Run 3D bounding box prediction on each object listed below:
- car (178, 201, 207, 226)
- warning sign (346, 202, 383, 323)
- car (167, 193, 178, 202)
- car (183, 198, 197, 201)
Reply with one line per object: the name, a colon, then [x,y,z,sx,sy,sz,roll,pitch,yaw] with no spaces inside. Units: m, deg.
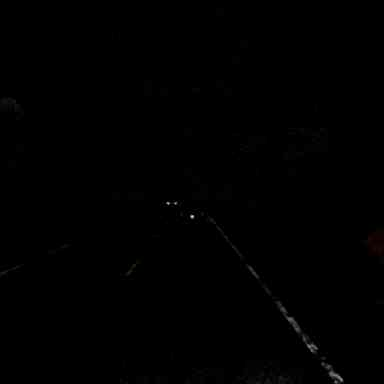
car: [0.001,1.598,23.889,1.994,1.385,4.181,0,0,0]
warning sign: [3.555,1.122,5.713,1.300,1.860,1.060,1,0,0]
car: [-4.446,1.312,75.777,2.150,2.045,5.566,0,0,-1]
car: [-0.287,1.577,47.647,1.837,1.490,4.892,0,0,-1]
